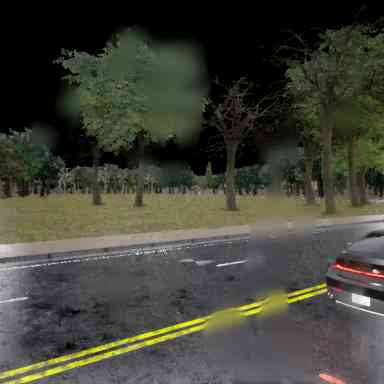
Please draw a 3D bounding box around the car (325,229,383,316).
[{"bbox_3d":[4.713,1.505,6.816,4.892,1.490,1.837,0,0,-36],"label":"car"}]
